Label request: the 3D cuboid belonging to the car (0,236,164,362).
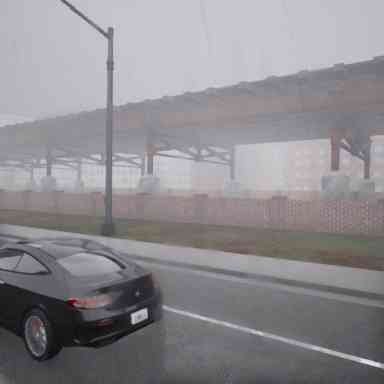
[{"bbox_3d":[-2.581,1.520,5.856,4.674,1.442,1.812,0,0,36],"label":"car"}]
